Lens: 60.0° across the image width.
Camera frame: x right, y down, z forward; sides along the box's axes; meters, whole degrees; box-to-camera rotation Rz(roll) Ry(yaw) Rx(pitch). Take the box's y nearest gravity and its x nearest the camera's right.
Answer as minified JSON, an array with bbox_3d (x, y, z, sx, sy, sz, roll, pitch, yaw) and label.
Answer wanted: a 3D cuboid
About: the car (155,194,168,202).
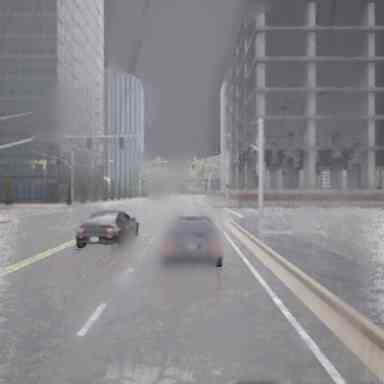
[{"bbox_3d":[-7.001,1.412,73.185,2.128,1.511,4.902,0,0,0],"label":"car"}]

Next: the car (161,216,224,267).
[{"bbox_3d":[0.025,1.530,11.337,2.033,1.411,5.357,0,0,0],"label":"car"}]

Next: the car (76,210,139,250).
[{"bbox_3d":[-3.451,1.503,14.141,1.812,1.442,4.674,0,0,0],"label":"car"}]
